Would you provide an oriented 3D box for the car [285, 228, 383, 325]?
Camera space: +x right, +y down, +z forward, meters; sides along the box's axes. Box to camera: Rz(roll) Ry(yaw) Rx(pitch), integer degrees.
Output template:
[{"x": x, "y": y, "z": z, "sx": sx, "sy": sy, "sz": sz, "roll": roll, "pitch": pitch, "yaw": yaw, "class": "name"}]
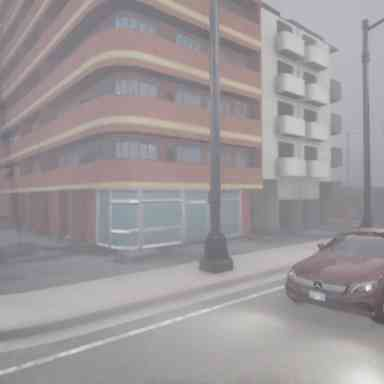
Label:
[{"x": 3.984, "y": 1.572, "z": 7.379, "sx": 4.674, "sy": 1.442, "sz": 1.812, "roll": 0, "pitch": -1, "yaw": -40, "class": "car"}]
